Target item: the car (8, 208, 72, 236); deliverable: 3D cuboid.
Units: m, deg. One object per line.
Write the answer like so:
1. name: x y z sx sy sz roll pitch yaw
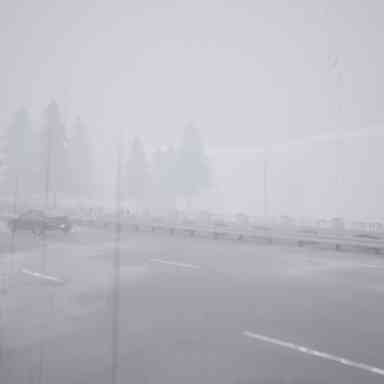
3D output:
1. car: -8.844 1.662 19.350 4.674 1.442 1.812 0 -1 37
